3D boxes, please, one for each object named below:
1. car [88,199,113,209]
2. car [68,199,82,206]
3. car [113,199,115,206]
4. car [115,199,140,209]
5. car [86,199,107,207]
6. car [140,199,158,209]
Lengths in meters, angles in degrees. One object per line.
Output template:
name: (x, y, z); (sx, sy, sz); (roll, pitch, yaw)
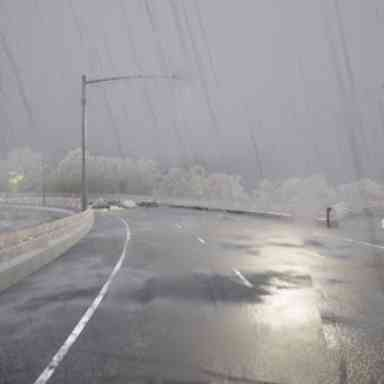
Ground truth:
car: (-14.674, 2.006, 53.180); (1.994, 1.385, 4.181); (0, -1, -30)
car: (-22.848, 2.052, 65.246); (1.882, 1.535, 5.008); (0, 0, -41)
car: (-15.409, 2.060, 67.002); (2.128, 1.511, 4.902); (0, 0, -38)
car: (-10.284, 1.937, 52.563); (1.812, 1.442, 4.674); (0, -1, -29)
car: (-19.001, 2.095, 65.977); (2.033, 1.411, 5.357); (0, 0, -38)
car: (-7.257, 1.881, 54.361); (1.882, 1.535, 5.008); (0, -1, -29)
